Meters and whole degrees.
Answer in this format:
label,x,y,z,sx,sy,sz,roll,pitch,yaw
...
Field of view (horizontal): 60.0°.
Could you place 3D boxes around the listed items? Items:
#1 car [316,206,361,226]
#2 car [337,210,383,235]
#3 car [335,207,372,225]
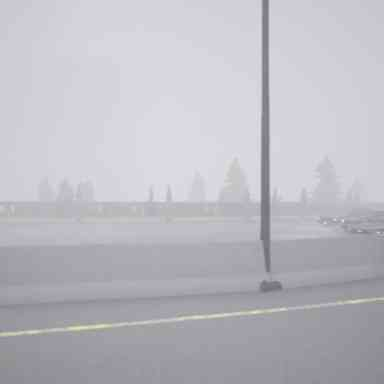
label,x,y,z,sx,sy,sz,roll,pitch,yaw
car,11.315,1.735,23.457,5.357,1.411,2.033,1,0,-26
car,8.947,1.692,14.818,4.181,1.385,1.994,1,0,-22
car,10.981,1.768,19.461,4.718,1.301,1.895,1,0,-25
